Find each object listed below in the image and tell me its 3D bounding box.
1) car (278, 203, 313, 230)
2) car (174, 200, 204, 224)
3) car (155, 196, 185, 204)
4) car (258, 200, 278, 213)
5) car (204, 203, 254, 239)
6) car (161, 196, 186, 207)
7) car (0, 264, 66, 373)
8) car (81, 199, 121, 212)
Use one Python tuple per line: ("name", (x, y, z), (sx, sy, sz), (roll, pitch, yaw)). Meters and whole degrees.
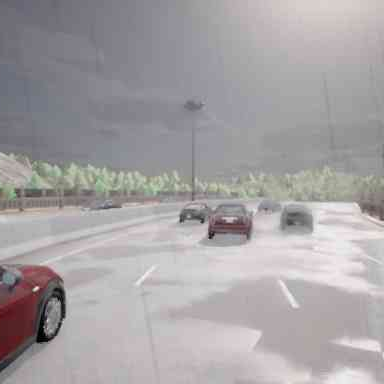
("car", (6.623, 1.529, 21.300), (1.837, 1.490, 4.892), (0, 0, 14))
("car", (0.412, 1.521, 25.053), (1.812, 1.442, 4.674), (0, 0, 16))
("car", (-2.550, 1.456, 38.186), (1.882, 1.535, 5.008), (0, 0, 23))
("car", (8.854, 1.577, 37.735), (2.033, 1.411, 5.357), (0, 0, 24))
("car", (2.146, 1.357, 17.507), (2.097, 1.767, 4.553), (0, 0, 11))
("car", (-2.907, 1.485, 54.235), (1.882, 1.535, 5.008), (0, 0, 25))
("car", (-3.152, 1.337, 3.618), (2.097, 1.767, 4.553), (0, 0, 2))
("car", (-8.626, 1.445, 31.861), (2.128, 1.511, 4.902), (0, 0, 18))
